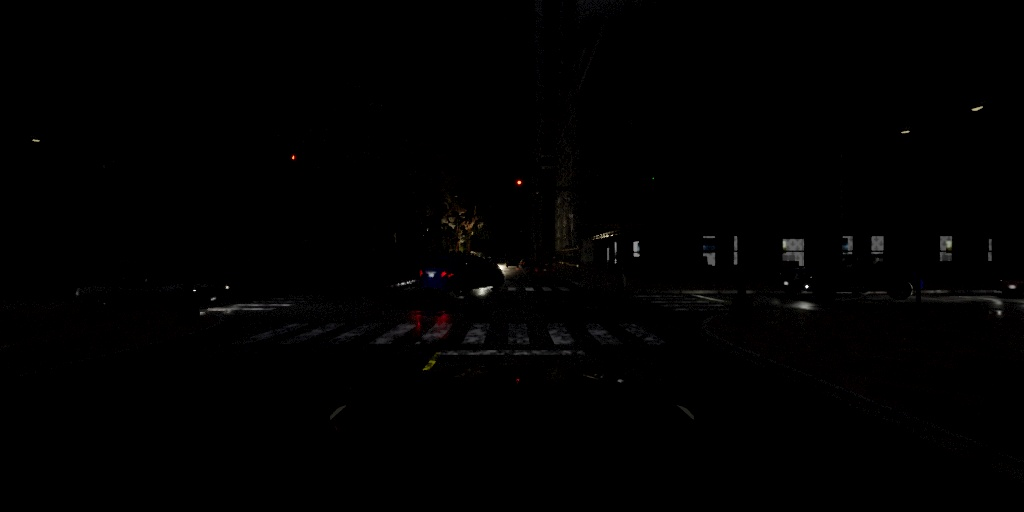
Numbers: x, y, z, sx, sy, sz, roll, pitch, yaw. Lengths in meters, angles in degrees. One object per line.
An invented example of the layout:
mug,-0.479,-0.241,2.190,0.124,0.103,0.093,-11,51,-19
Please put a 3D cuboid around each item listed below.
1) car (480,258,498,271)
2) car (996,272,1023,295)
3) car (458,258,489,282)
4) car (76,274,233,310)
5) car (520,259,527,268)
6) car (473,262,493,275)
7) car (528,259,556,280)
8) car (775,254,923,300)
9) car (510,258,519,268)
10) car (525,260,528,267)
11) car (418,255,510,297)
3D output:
car,-3.124,1.105,49.770,2.097,1.767,4.553,0,0,0
car,25.776,1.164,16.667,4.902,1.511,2.128,0,0,1
car,-3.121,1.104,30.007,2.097,1.767,4.553,0,0,0
car,-13.910,1.381,14.163,4.718,1.301,1.895,0,0,3
car,2.647,1.315,59.241,1.948,1.339,4.313,0,0,0
car,-3.127,1.353,39.794,1.895,1.301,4.718,0,0,0
car,2.669,1.192,30.835,1.967,1.591,4.097,0,0,0
car,15.700,0.925,16.873,5.566,2.045,2.150,0,0,1
car,0.059,1.099,61.940,2.097,1.767,4.553,0,0,0
car,2.664,1.318,36.516,1.948,1.339,4.313,0,0,0
car,-2.554,0.982,19.247,2.150,2.045,5.566,1,1,28
